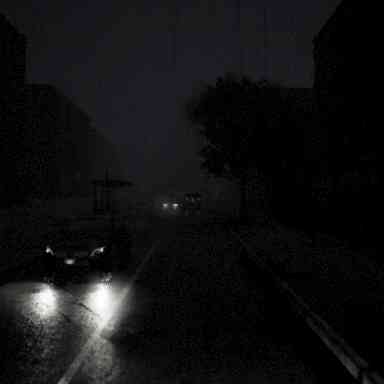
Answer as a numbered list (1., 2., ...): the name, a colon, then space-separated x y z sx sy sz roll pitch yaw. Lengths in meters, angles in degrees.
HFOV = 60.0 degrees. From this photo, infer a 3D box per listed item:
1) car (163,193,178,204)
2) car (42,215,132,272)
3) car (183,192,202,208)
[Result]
1. car: -3.420 0.966 53.726 2.097 1.767 4.553 0 1 0
2. car: -3.156 1.527 10.905 1.812 1.442 4.674 0 0 0
3. car: 0.081 0.973 42.571 2.150 2.045 5.566 0 1 0
